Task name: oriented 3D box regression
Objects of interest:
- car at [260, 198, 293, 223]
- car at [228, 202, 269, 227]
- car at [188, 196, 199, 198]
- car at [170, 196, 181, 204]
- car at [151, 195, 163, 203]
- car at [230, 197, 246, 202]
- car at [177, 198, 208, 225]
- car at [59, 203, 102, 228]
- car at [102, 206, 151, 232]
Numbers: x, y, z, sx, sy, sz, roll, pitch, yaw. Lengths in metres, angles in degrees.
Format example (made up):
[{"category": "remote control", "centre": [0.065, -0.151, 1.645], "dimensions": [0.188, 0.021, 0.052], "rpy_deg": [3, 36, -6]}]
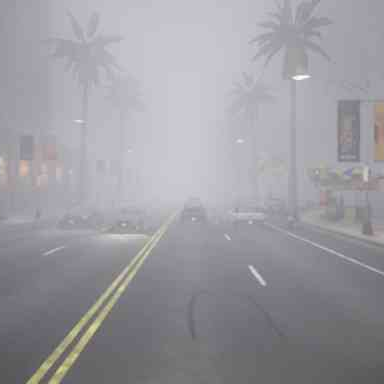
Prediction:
[{"category": "car", "centre": [6.596, 1.324, 28.230], "dimensions": [2.185, 1.767, 4.553], "rpy_deg": [0, 0, 0]}, {"category": "car", "centre": [3.599, 1.576, 22.759], "dimensions": [1.895, 1.301, 4.718], "rpy_deg": [0, 0, 0]}, {"category": "car", "centre": [0.216, 1.309, 41.470], "dimensions": [2.097, 1.767, 4.553], "rpy_deg": [0, 0, 1]}, {"category": "car", "centre": [-3.143, 1.494, 63.596], "dimensions": [1.837, 1.490, 4.892], "rpy_deg": [0, 0, 1]}, {"category": "car", "centre": [-6.643, 1.278, 63.633], "dimensions": [2.033, 1.411, 5.357], "rpy_deg": [0, 0, 1]}, {"category": "car", "centre": [6.903, 1.460, 50.160], "dimensions": [2.161, 1.482, 4.786], "rpy_deg": [0, 0, 0]}, {"category": "car", "centre": [0.100, 1.481, 24.090], "dimensions": [1.837, 1.490, 4.892], "rpy_deg": [0, 1, 0]}, {"category": "car", "centre": [-7.098, 1.502, 21.939], "dimensions": [1.812, 1.442, 4.674], "rpy_deg": [0, 0, 0]}, {"category": "car", "centre": [-3.599, 1.543, 19.540], "dimensions": [1.994, 1.385, 4.181], "rpy_deg": [0, 0, 0]}]
